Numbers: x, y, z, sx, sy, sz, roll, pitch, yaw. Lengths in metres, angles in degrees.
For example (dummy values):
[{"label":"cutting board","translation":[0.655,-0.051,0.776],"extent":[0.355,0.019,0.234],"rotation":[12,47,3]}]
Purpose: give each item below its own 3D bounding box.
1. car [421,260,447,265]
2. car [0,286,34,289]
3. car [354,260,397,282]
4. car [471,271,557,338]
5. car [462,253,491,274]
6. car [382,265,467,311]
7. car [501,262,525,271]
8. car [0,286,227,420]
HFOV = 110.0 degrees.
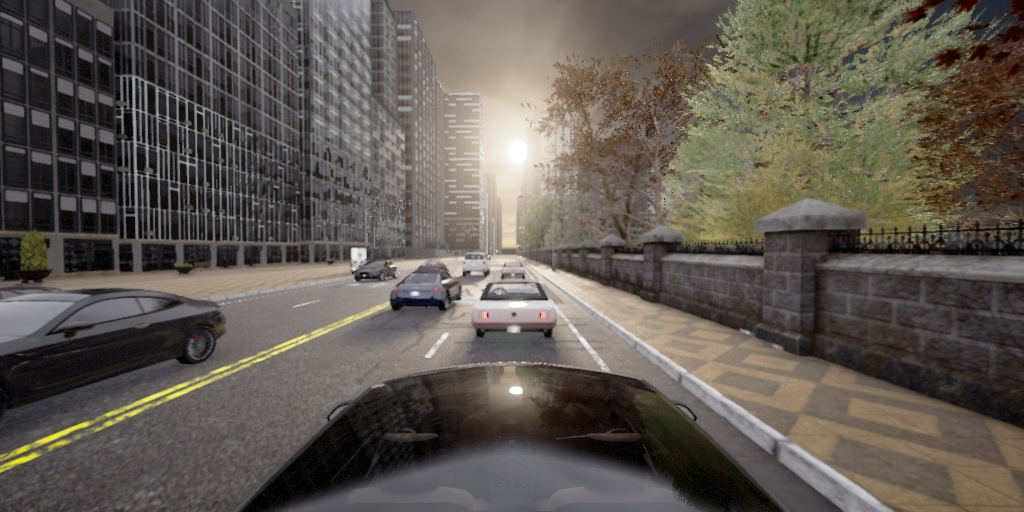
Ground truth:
[{"label":"car","translation":[-6.591,1.054,29.924],"extent":[2.033,1.411,5.357],"rotation":[0,0,0]},{"label":"car","translation":[-9.803,1.257,6.263],"extent":[2.033,1.411,5.357],"rotation":[0,1,1]},{"label":"car","translation":[-9.844,1.041,26.323],"extent":[1.837,1.490,4.892],"rotation":[0,0,0]},{"label":"car","translation":[0.061,1.278,9.949],"extent":[1.895,1.301,4.718],"rotation":[0,1,0]},{"label":"car","translation":[-3.149,0.709,32.227],"extent":[2.150,2.045,5.566],"rotation":[0,0,0]},{"label":"car","translation":[-3.165,1.206,13.945],"extent":[1.994,1.385,4.181],"rotation":[0,0,2]},{"label":"car","translation":[0.086,1.113,29.323],"extent":[1.895,1.301,4.718],"rotation":[0,0,0]},{"label":"car","translation":[-6.562,1.244,5.246],"extent":[1.812,1.442,4.674],"rotation":[0,1,0]}]
